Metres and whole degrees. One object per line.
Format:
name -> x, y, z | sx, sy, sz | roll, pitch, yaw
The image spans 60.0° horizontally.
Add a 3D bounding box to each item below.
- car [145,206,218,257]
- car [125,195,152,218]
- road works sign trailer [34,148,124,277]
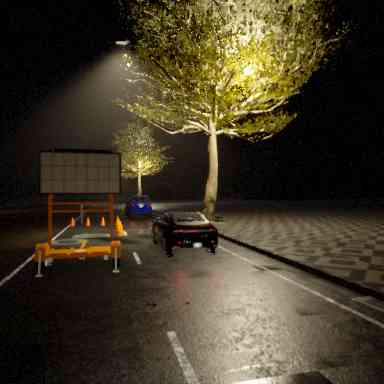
car -> -0.426, 1.507, 13.144 | 2.128, 1.511, 4.902 | 0, 0, -14
car -> -5.094, 1.339, 31.441 | 2.150, 2.045, 5.566 | 0, 0, -14
road works sign trailer -> -3.454, 0.474, 10.444 | 2.380, 3.560, 2.880 | 0, 0, -14
